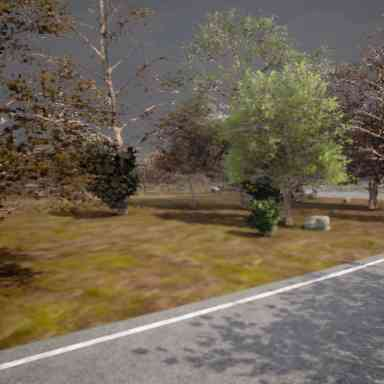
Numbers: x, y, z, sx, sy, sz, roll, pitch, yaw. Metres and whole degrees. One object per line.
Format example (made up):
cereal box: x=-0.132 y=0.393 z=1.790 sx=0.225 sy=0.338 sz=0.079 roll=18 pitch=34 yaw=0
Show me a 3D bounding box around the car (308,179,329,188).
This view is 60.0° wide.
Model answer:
car: x=27.880 y=-1.867 z=72.048 sx=2.150 sy=2.045 sz=5.566 roll=-2 pitch=4 yaw=40
